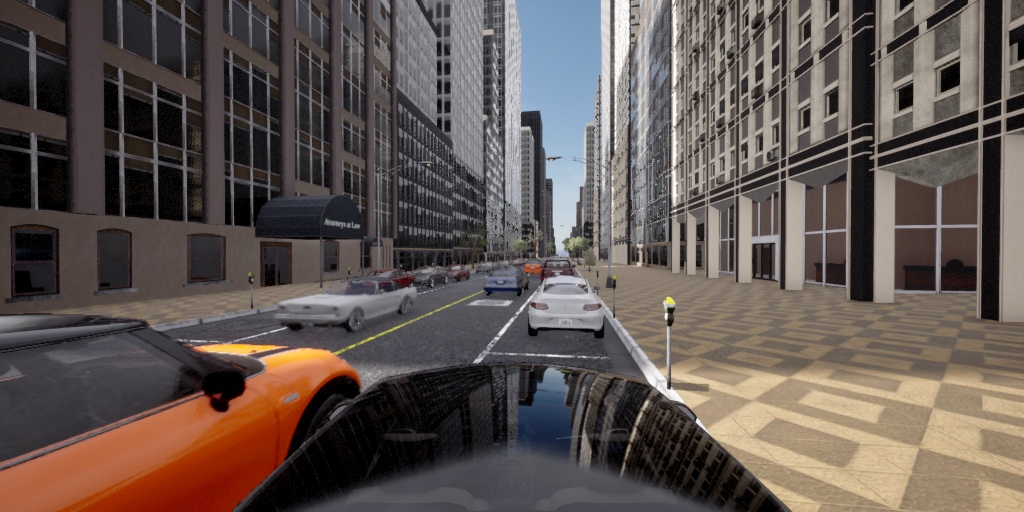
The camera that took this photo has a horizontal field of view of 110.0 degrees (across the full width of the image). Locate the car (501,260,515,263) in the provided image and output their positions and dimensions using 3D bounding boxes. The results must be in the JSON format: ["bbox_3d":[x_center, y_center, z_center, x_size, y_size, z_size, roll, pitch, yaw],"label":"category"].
[{"bbox_3d":[-1.196,1.290,51.421,2.007,1.370,4.403,0,0,9],"label":"car"}]

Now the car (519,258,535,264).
[{"bbox_3d":[2.336,1.095,36.682,2.097,1.767,4.553,0,0,9],"label":"car"}]

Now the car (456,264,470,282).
[{"bbox_3d":[-4.586,1.327,28.941,1.802,1.307,4.207,0,0,9],"label":"car"}]

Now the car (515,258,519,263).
[{"bbox_3d":[0.499,1.319,62.662,1.802,1.307,4.207,0,0,9],"label":"car"}]

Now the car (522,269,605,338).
[{"bbox_3d":[1.514,1.274,10.116,1.812,1.442,4.674,0,0,9],"label":"car"}]

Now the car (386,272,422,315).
[{"bbox_3d":[-4.683,1.349,10.939,1.895,1.301,4.718,0,0,9],"label":"car"}]

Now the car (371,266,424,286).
[{"bbox_3d":[-6.281,1.292,17.701,1.888,1.381,4.507,0,0,9],"label":"car"}]

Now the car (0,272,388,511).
[{"bbox_3d":[-2.803,1.103,1.934,2.097,1.767,4.553,0,0,9],"label":"car"}]

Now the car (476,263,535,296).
[{"bbox_3d":[-0.160,1.294,19.450,2.033,1.411,5.357,0,0,9],"label":"car"}]

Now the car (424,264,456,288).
[{"bbox_3d":[-5.435,1.296,23.321,2.007,1.370,4.403,0,0,9],"label":"car"}]

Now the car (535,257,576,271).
[{"bbox_3d":[2.853,1.060,22.071,2.192,1.841,5.009,0,0,9],"label":"car"}]

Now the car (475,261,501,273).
[{"bbox_3d":[-2.891,1.293,40.182,2.007,1.370,4.403,0,0,9],"label":"car"}]
